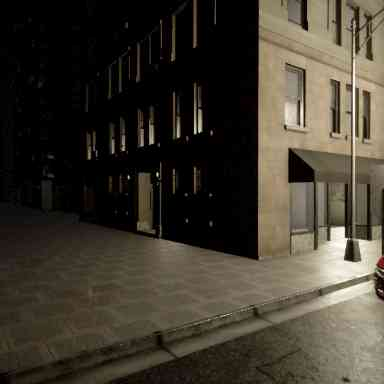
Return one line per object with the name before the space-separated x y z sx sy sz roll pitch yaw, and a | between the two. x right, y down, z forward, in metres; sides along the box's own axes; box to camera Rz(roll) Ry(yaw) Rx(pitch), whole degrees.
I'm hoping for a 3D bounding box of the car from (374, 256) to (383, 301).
car | 5.817 1.479 7.095 5.008 1.535 1.882 0 0 -35
